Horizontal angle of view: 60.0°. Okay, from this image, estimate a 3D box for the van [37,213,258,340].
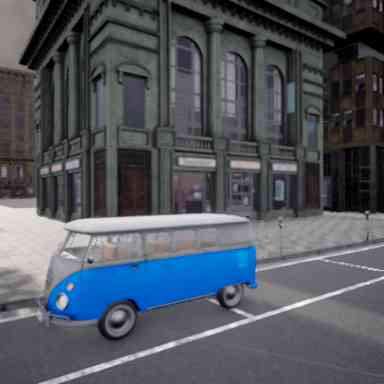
[{"bbox_3d":[-0.584,1.336,6.235,3.998,1.788,1.690,0,0,-35],"label":"van"}]
